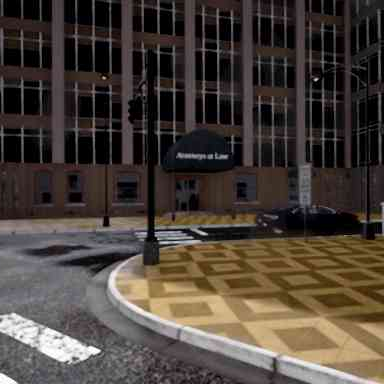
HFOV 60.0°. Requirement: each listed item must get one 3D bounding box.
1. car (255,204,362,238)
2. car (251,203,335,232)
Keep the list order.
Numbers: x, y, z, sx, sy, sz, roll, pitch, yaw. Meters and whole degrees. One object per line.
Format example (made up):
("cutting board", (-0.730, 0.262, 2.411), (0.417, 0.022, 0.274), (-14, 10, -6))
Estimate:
("car", (5.775, 1.306, 16.112), (4.902, 1.511, 2.128), (0, 0, -14))
("car", (5.736, 1.385, 19.039), (4.181, 1.385, 1.994), (0, 0, -14))
